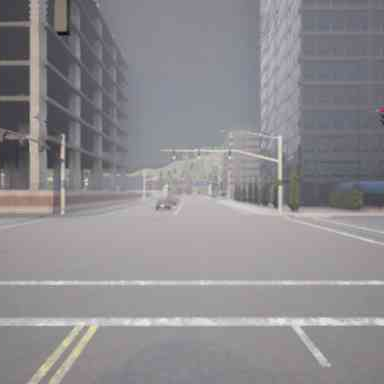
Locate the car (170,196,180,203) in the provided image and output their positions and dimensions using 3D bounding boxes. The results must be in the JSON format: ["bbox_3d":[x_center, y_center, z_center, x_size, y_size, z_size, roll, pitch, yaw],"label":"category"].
[{"bbox_3d":[-3.588,1.612,71.254,1.812,1.442,4.674,0,0,0],"label":"car"}]

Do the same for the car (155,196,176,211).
[{"bbox_3d":[-3.632,1.579,43.162,2.128,1.511,4.902,0,0,0],"label":"car"}]

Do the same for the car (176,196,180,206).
[{"bbox_3d":[-3.622,1.466,56.238,2.097,1.767,4.553,0,0,0],"label":"car"}]
